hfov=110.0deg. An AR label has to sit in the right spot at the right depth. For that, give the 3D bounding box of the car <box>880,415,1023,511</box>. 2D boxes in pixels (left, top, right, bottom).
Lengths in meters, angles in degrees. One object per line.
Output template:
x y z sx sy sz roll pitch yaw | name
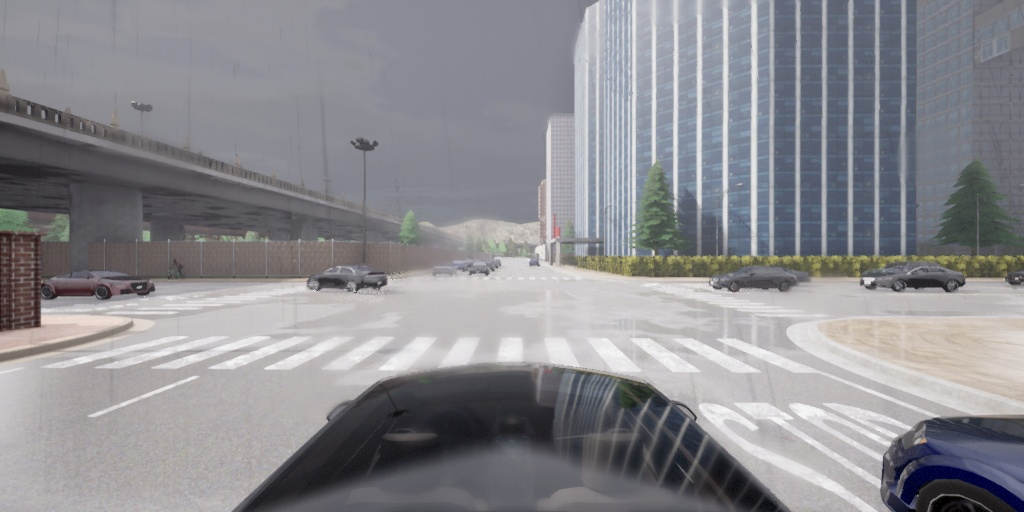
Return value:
3.641 1.314 0.789 1.994 1.385 4.181 0 0 -1 | car

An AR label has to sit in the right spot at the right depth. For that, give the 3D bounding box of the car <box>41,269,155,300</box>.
-20.272 1.364 17.613 4.181 1.385 1.994 0 0 1 | car

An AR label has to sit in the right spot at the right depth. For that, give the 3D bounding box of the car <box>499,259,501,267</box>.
-3.065 1.223 56.448 2.128 1.511 4.902 0 0 1 | car

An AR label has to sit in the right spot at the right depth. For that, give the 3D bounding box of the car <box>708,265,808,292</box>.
14.035 1.325 20.946 4.674 1.442 1.812 0 0 1 | car

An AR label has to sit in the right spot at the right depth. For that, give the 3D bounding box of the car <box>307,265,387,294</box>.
-9.316 1.261 20.157 4.902 1.511 2.128 0 0 24 | car

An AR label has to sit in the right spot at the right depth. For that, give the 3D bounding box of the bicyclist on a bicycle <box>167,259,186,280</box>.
-26.813 1.097 28.664 0.582 1.620 1.656 0 0 1 | bicyclist on a bicycle

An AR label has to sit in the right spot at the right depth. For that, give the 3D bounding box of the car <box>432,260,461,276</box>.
-6.784 1.339 36.743 1.895 1.301 4.718 0 0 1 | car

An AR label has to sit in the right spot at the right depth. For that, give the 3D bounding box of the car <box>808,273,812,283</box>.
17.144 1.345 24.427 5.357 1.411 2.033 0 0 1 | car

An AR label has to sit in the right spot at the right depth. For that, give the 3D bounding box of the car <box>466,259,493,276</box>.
-3.280 1.264 37.062 1.812 1.442 4.674 0 0 1 | car

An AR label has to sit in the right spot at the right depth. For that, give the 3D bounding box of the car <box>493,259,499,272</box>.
-3.193 1.282 46.653 2.033 1.411 5.357 0 0 1 | car

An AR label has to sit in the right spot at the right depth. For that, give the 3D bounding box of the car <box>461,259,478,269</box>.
-6.577 1.210 55.686 1.882 1.535 5.008 0 0 1 | car

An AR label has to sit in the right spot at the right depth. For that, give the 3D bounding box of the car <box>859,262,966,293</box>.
23.162 1.291 20.864 4.902 1.511 2.128 0 0 0 | car

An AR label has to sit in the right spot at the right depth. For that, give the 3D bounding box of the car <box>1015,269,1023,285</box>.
33.052 1.304 20.743 4.892 1.490 1.837 0 0 1 | car

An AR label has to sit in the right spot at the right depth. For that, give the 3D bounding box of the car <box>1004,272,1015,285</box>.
36.538 1.303 24.195 4.892 1.490 1.837 0 0 1 | car

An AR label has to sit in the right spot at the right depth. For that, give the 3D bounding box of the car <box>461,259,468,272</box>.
-6.697 1.261 45.904 1.812 1.442 4.674 0 0 1 | car
